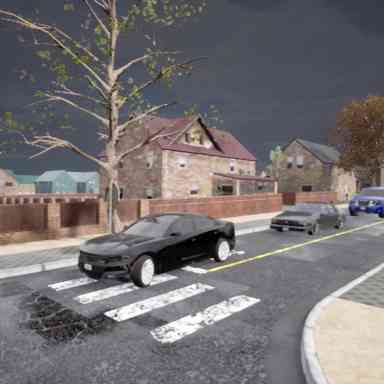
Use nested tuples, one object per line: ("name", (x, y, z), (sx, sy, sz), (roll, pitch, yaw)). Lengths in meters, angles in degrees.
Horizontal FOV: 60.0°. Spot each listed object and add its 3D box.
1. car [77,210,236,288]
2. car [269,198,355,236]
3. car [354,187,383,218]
("car", (-0.696, 1.315, 9.196), (1.882, 1.535, 5.008), (1, 2, 39))
("car", (5.970, 1.201, 16.534), (2.033, 1.411, 5.357), (1, 2, 44))
("car", (13.217, 0.688, 23.945), (2.150, 2.045, 5.566), (1, 2, 44))
